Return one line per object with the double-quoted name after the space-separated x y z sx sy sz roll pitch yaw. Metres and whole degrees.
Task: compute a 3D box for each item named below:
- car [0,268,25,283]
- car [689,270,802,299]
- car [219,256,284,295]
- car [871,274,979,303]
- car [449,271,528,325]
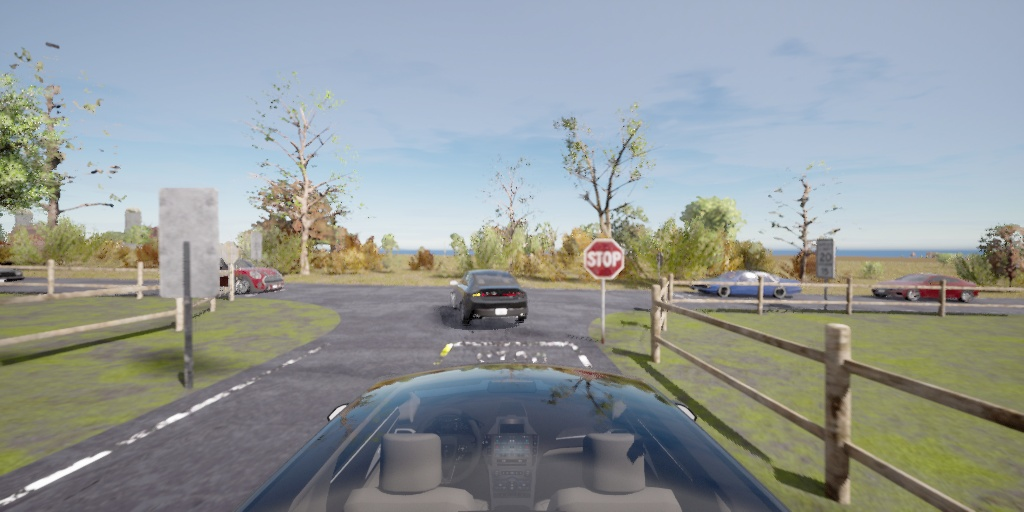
-26.649 0.709 16.882 5.357 1.411 2.033 1 1 0 "car"
12.812 1.511 19.775 5.357 1.411 2.033 1 1 -1 "car"
-13.369 0.802 16.869 4.553 1.767 2.097 1 1 0 "car"
22.716 1.701 19.779 4.674 1.442 1.812 1 1 0 "car"
-0.880 1.214 11.754 1.837 1.490 4.892 0 0 -14 "car"
